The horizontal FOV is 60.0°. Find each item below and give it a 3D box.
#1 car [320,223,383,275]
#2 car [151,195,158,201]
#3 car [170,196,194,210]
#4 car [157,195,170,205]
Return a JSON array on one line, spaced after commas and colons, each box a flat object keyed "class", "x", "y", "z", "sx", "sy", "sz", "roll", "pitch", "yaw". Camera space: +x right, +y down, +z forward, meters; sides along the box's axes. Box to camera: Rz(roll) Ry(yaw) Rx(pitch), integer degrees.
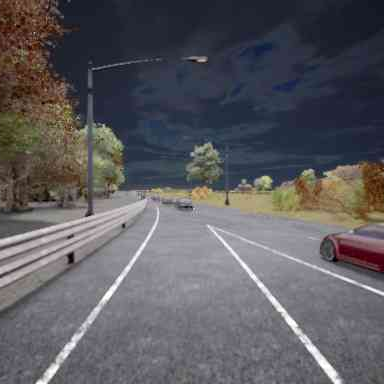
[{"class": "car", "x": 5.559, "y": 1.578, "z": 9.550, "sx": 1.994, "sy": 1.385, "sz": 4.181, "roll": 1, "pitch": 0, "yaw": -12}, {"class": "car", "x": -8.296, "y": 1.328, "z": 76.655, "sx": 2.033, "sy": 1.411, "sz": 5.357, "roll": 0, "pitch": 0, "yaw": -12}, {"class": "car", "x": -1.125, "y": 1.489, "z": 41.874, "sx": 2.033, "sy": 1.411, "sz": 5.357, "roll": 0, "pitch": 0, "yaw": -12}, {"class": "car", "x": -4.176, "y": 1.425, "z": 56.672, "sx": 2.033, "sy": 1.411, "sz": 5.357, "roll": 0, "pitch": 0, "yaw": -12}]
